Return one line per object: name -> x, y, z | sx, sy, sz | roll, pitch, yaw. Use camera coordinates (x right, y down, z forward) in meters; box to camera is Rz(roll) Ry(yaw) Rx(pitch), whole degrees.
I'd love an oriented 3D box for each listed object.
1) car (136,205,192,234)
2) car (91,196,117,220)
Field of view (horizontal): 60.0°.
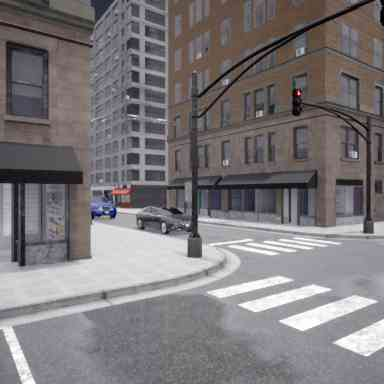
car -> -1.660, 1.574, 19.844 | 1.837, 1.490, 4.892 | 0, 0, -35
car -> -8.622, 1.343, 29.616 | 2.150, 2.045, 5.566 | 0, 0, -36
